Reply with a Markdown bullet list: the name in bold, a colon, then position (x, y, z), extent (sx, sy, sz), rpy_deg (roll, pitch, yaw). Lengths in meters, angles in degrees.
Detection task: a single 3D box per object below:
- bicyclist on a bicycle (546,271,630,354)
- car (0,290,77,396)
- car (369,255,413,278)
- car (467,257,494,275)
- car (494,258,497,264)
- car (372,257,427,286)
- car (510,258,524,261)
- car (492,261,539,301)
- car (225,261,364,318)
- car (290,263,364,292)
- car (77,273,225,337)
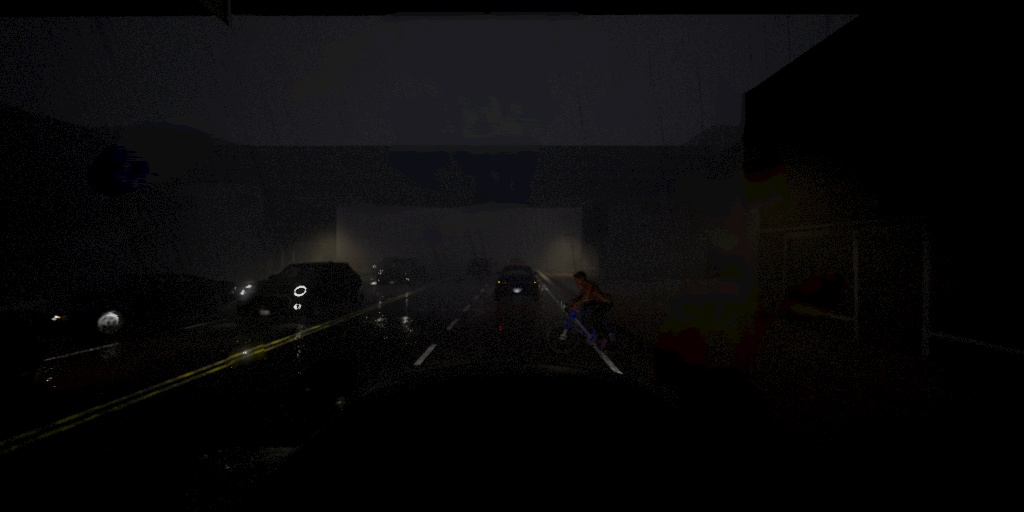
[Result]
- **bicyclist on a bicycle**: position (1.491, 1.127, 7.038), extent (1.656, 1.620, 0.582), rpy_deg (0, 0, 1)
- **car**: position (-7.109, 1.242, 2.620), extent (1.837, 1.490, 4.892), rpy_deg (0, 0, 1)
- **car**: position (-10.253, 0.850, 30.754), extent (2.097, 1.767, 4.553), rpy_deg (0, 0, 1)
- **car**: position (-3.062, 0.954, 34.200), extent (1.882, 1.535, 5.008), rpy_deg (0, 0, 1)
- **car**: position (-2.996, 0.854, 47.767), extent (2.128, 1.511, 4.902), rpy_deg (0, 0, 0)
- **car**: position (-6.894, 0.920, 22.817), extent (2.097, 1.767, 4.553), rpy_deg (0, 0, 0)
- **car**: position (0.526, 0.921, 38.657), extent (1.882, 1.535, 5.008), rpy_deg (0, 0, 2)
- **car**: position (0.233, 1.154, 16.420), extent (1.812, 1.442, 4.674), rpy_deg (0, 0, 1)
- **car**: position (-6.999, 1.005, 12.434), extent (2.097, 1.767, 4.553), rpy_deg (0, 1, 1)
- **car**: position (-10.398, 1.147, 20.522), extent (1.994, 1.385, 4.181), rpy_deg (0, 0, 1)
- **car**: position (-10.525, 1.216, 10.279), extent (2.033, 1.411, 5.357), rpy_deg (0, 0, 1)
